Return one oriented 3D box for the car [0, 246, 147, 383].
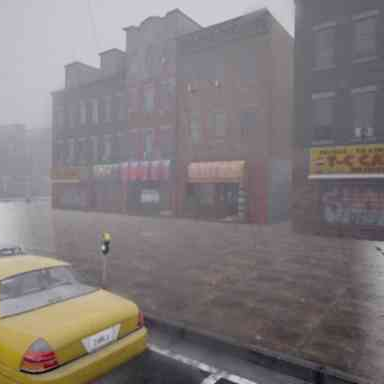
[{"bbox_3d":[-2.820,1.474,4.829,4.829,1.417,1.752,1,1,36],"label":"car"}]
